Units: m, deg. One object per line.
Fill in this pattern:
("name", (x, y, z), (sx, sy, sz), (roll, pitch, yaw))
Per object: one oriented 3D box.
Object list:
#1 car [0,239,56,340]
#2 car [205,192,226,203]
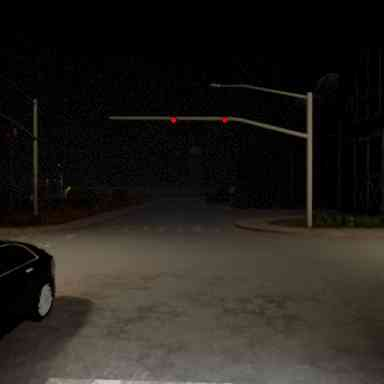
("car", (-3.494, 1.492, 4.471), (1.837, 1.490, 4.892), (0, 0, 0))
("car", (4.237, 0.999, 60.280), (1.905, 1.878, 3.866), (-8, 4, -42))
